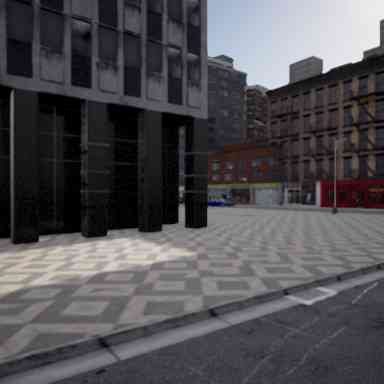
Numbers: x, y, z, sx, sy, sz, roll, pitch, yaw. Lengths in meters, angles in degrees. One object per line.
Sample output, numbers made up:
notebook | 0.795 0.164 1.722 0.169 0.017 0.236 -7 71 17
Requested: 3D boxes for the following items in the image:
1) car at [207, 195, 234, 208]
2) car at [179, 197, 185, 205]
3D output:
car | 4.295 1.636 50.612 1.882 1.535 5.008 0 0 -36
car | -2.990 1.738 65.784 1.837 1.490 4.892 0 0 -36
